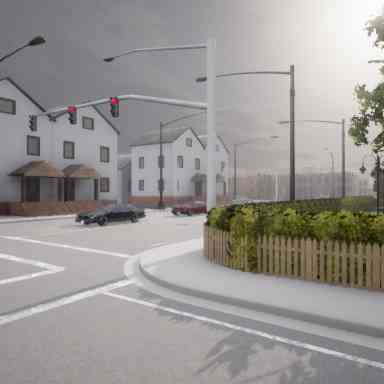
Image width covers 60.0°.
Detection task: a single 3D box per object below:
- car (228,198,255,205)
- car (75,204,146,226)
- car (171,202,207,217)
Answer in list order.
[{"bbox_3d":[6.058,1.505,40.685,1.837,1.490,4.892,0,0,35],"label":"car"},{"bbox_3d":[-5.612,1.547,23.781,2.033,1.411,5.357,0,0,35],"label":"car"},{"bbox_3d":[0.015,1.601,31.942,1.895,1.301,4.718,0,0,35],"label":"car"}]
